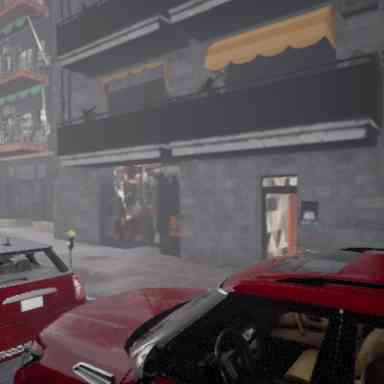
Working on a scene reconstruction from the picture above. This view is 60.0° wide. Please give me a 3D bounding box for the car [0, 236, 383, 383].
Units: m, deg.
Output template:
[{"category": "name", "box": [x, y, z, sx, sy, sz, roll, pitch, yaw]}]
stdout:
[{"category": "car", "box": [0.963, 1.313, 2.053, 5.009, 1.841, 2.192, 0, -1, 36]}]
